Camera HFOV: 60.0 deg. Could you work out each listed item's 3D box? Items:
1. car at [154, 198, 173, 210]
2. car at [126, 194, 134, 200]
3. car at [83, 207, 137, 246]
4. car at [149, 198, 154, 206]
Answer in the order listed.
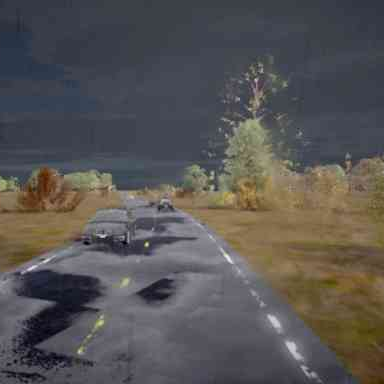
[{"bbox_3d":[-3.465,1.504,42.063,1.812,1.442,4.674,0,0,-9],"label":"car"},{"bbox_3d":[-17.273,1.341,92.602,2.097,1.767,4.553,0,0,-12],"label":"car"},{"bbox_3d":[-3.671,1.498,15.495,1.837,1.490,4.892,0,0,-4],"label":"car"},{"bbox_3d":[-6.110,1.578,56.023,1.895,1.301,4.718,0,0,-12],"label":"car"}]
